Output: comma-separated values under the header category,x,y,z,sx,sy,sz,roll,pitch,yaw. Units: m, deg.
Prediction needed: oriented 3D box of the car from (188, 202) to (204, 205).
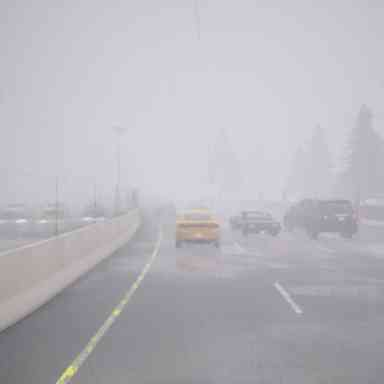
category,x,y,z,sx,sy,sz,roll,pitch,yaw
car,0.421,1.810,36.519,1.812,1.442,4.674,0,0,-14

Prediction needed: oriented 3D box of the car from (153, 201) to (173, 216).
category,x,y,z,sx,sy,sz,roll,pitch,yaw
car,-3.011,1.756,35.905,2.128,1.511,4.902,0,0,-14

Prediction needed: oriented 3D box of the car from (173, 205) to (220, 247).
category,x,y,z,sx,sy,sz,roll,pitch,yaw
car,0.153,1.601,15.793,1.882,1.535,5.008,0,0,-3

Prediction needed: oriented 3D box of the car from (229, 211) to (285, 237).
category,x,y,z,sx,sy,sz,roll,pitch,yaw
car,3.452,1.766,19.211,1.895,1.301,4.718,0,0,-5

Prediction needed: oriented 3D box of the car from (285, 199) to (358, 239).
category,x,y,z,sx,sy,sz,roll,pitch,yaw
car,7.005,1.400,18.703,2.150,2.045,5.566,0,0,-4
